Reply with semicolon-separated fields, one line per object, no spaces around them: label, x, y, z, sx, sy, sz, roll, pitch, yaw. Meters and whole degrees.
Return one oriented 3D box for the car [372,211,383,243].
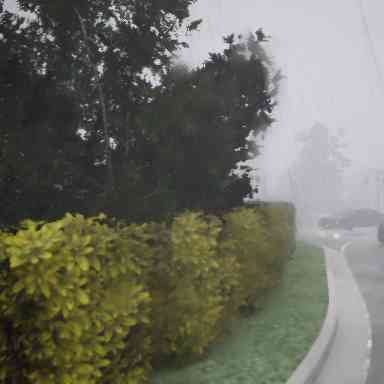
car;10.598;1.733;16.304;1.994;1.385;4.181;-2;-1;41

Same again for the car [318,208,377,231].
car;11.182;1.816;22.642;5.357;1.411;2.033;0;-1;-23
